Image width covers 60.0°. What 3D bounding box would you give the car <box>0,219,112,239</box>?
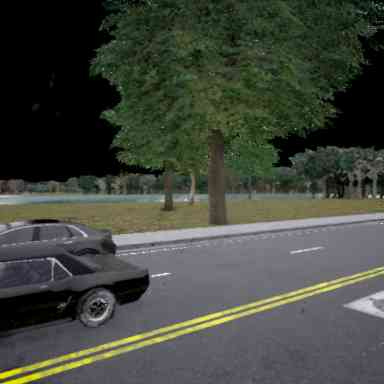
[{"bbox_3d":[-4.380,1.500,8.544,4.892,1.490,1.837,0,0,-35],"label":"car"}]

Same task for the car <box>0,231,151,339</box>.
[{"bbox_3d":[-3.168,1.599,5.415,4.718,1.301,1.895,0,0,-35],"label":"car"}]
